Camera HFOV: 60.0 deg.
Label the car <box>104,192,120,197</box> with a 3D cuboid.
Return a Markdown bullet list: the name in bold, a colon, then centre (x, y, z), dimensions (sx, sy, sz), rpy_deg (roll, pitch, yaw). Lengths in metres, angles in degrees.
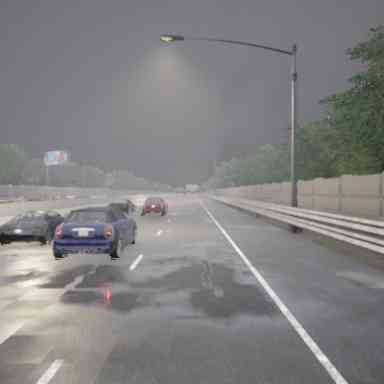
- **car**: centre (-17.509, 1.071, 75.041), dimensions (2.150, 2.045, 5.566), rpy_deg (0, 0, 0)

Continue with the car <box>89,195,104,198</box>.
- **car**: centre (-21.009, 1.323, 75.070), dimensions (1.882, 1.535, 5.008), rpy_deg (0, 0, 0)

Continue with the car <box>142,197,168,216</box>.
- **car**: centre (-3.404, 1.268, 31.235), dimensions (2.097, 1.767, 4.553), rpy_deg (0, 0, 0)

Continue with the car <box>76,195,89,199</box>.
- **car**: centre (-24.509, 1.385, 75.070), dimensions (2.033, 1.411, 5.357), rpy_deg (0, 0, 0)

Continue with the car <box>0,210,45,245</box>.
- **car**: centre (-6.901, 1.516, 15.217), dimensions (1.994, 1.385, 4.181), rpy_deg (0, 0, 0)

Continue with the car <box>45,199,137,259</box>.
- **car**: centre (-3.401, 1.312, 12.519), dimensions (2.097, 1.767, 4.553), rpy_deg (0, 0, 0)

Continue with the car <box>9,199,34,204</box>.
- **car**: centre (-17.596, 1.436, 34.284), dimensions (1.812, 1.442, 4.674), rpy_deg (0, 0, 0)

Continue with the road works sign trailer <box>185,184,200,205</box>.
- **road works sign trailer**: centre (-0.006, 0.356, 56.599), dimensions (2.380, 3.560, 2.880), rpy_deg (0, 0, 0)

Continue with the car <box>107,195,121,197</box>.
- **car**: centre (-6.904, 1.391, 33.106), dimensions (1.882, 1.535, 5.008), rpy_deg (0, 0, 0)
